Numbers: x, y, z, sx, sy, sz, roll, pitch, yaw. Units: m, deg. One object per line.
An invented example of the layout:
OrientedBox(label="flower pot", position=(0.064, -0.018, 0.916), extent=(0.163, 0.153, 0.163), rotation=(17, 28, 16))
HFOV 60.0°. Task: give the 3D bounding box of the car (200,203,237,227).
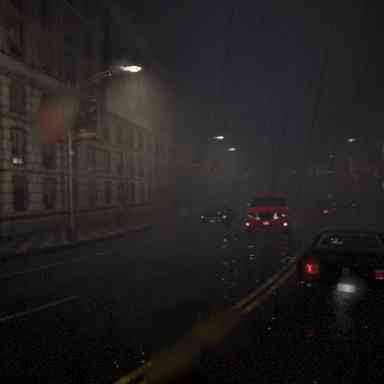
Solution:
OrientedBox(label="car", position=(1.882, 1.515, 22.609), extent=(1.812, 1.442, 4.674), rotation=(-1, 0, 16))

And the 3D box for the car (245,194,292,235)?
OrientedBox(label="car", position=(4.394, 1.144, 18.790), extent=(2.150, 2.045, 5.566), rotation=(-1, 0, 17))

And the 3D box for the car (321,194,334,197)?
OrientedBox(label="car", position=(19.662, 1.089, 48.329), extent=(2.128, 1.511, 4.902), rotation=(-1, 0, 15))

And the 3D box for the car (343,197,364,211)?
OrientedBox(label="car", position=(16.184, 1.224, 34.142), extent=(1.994, 1.385, 4.181), rotation=(-1, 0, 15))

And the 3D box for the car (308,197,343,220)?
OrientedBox(label="car", position=(10.119, 1.358, 25.817), extent=(1.994, 1.385, 4.181), rotation=(-1, 0, 15))

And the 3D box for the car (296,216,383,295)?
OrientedBox(label="car", position=(4.003, 1.516, 8.277), extent=(1.895, 1.301, 4.718), rotation=(-1, 0, 29))
